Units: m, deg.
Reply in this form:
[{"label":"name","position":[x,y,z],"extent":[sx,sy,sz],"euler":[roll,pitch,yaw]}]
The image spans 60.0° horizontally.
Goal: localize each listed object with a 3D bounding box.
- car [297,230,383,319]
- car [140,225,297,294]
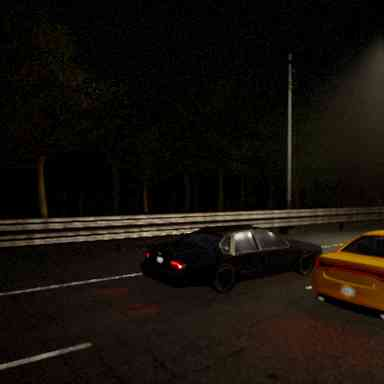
[{"label":"car","position":[4.660,1.555,7.071],"extent":[5.008,1.535,1.882],"euler":[1,0,-35]},{"label":"car","position":[1.310,1.608,8.981],"extent":[5.357,1.411,2.033],"euler":[1,0,-35]}]
